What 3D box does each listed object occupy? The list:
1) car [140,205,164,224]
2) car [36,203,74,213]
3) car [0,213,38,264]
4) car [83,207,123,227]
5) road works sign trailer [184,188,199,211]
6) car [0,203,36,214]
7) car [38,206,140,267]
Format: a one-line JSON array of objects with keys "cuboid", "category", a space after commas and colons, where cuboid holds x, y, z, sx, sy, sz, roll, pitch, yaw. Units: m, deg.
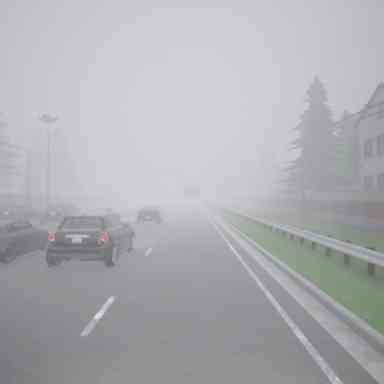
[{"cuboid": [-3.460, 1.844, 28.492, 1.882, 1.535, 5.008, 0, 0, 0], "category": "car"}, {"cuboid": [-10.470, 1.701, 27.203, 2.097, 1.767, 4.553, 0, -1, 1], "category": "car"}, {"cuboid": [-6.960, 1.727, 12.540, 1.994, 1.385, 4.181, 0, -1, 1], "category": "car"}, {"cuboid": [-6.976, 1.944, 26.678, 1.895, 1.301, 4.718, 0, -1, 1], "category": "car"}, {"cuboid": [-0.023, 1.141, 52.715, 2.380, 3.560, 2.880, 0, -1, 0], "category": "road works sign trailer"}, {"cuboid": [-13.970, 1.700, 27.202, 2.097, 1.767, 4.553, 0, -1, 1], "category": "car"}, {"cuboid": [-3.463, 1.509, 12.206, 2.097, 1.767, 4.553, 0, -1, 1], "category": "car"}]
